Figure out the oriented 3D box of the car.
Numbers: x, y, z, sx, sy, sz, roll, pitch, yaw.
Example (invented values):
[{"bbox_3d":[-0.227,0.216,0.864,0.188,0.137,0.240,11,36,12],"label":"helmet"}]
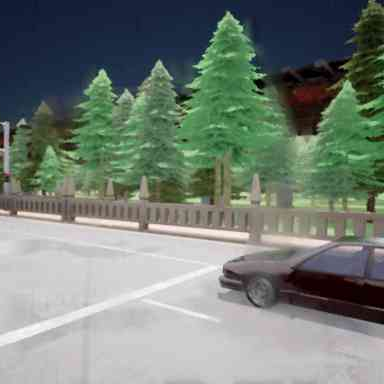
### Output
[{"bbox_3d":[3.153,1.535,6.022,5.357,1.411,2.033,1,1,36],"label":"car"}]
